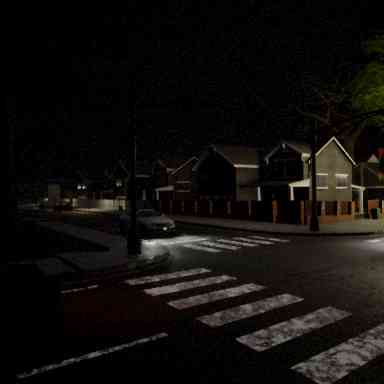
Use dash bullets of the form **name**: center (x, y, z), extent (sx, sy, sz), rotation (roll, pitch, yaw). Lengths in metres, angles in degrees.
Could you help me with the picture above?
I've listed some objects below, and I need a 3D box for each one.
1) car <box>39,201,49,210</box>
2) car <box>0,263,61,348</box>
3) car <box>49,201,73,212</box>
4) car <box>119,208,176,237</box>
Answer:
- **car**: center (-24.231, 2.185, 55.540), extent (1.994, 1.385, 4.181), rotation (-1, 0, -35)
- **car**: center (-4.452, 1.601, 4.517), extent (4.718, 1.301, 1.895), rotation (0, 0, -35)
- **car**: center (-18.257, 1.984, 47.009), extent (2.128, 1.511, 4.902), rotation (-1, 0, -34)
- **car**: center (-2.798, 1.717, 19.744), extent (1.812, 1.442, 4.674), rotation (-1, 0, -35)
